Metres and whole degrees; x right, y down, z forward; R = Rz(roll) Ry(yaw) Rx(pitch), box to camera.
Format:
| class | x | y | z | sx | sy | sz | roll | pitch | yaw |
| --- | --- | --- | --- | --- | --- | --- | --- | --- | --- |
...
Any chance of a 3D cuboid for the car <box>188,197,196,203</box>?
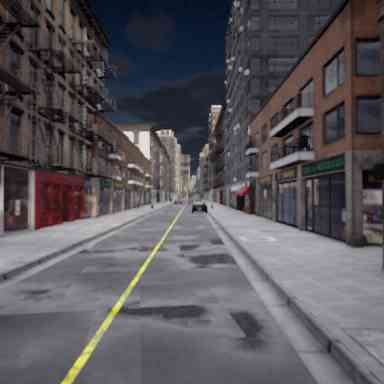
| class | x | y | z | sx | sy | sz | roll | pitch | yaw |
| --- | --- | --- | --- | --- | --- | --- | --- | --- | --- |
| car | 0.014 | 2.196 | 91.294 | 2.097 | 1.767 | 4.553 | 0 | -1 | 0 |

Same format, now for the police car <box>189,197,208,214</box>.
| class | x | y | z | sx | sy | sz | roll | pitch | yaw |
| --- | --- | --- | --- | --- | --- | --- | --- | --- | --- |
| police car | 0.906 | 1.809 | 41.277 | 1.930 | 1.638 | 5.238 | 0 | -1 | 0 |

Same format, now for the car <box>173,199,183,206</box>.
| class | x | y | z | sx | sy | sz | roll | pitch | yaw |
| --- | --- | --- | --- | --- | --- | --- | --- | --- | --- |
| car | -2.989 | 2.228 | 71.793 | 2.033 | 1.411 | 5.357 | 0 | -1 | 0 |

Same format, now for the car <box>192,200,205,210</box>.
| class | x | y | z | sx | sy | sz | roll | pitch | yaw |
| --- | --- | --- | --- | --- | --- | --- | --- | --- | --- |
| car | 0.908 | 1.957 | 51.167 | 1.882 | 1.535 | 5.008 | 0 | -1 | 0 |
